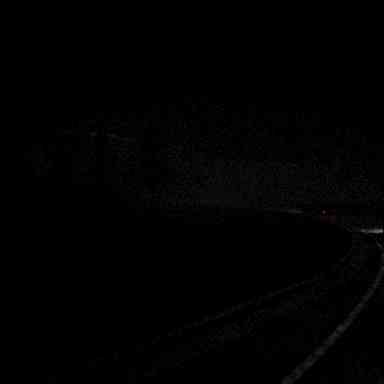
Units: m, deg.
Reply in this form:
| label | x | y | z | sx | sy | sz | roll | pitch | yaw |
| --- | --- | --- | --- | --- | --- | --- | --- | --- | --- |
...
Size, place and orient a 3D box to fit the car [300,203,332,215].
| label | x | y | z | sx | sy | sz | roll | pitch | yaw |
| --- | --- | --- | --- | --- | --- | --- | --- | --- | --- |
| car | 14.702 | 1.976 | 39.835 | 1.895 | 1.301 | 4.718 | 1 | 0 | -5 |

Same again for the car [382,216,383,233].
| label | x | y | z | sx | sy | sz | roll | pitch | yaw |
| --- | --- | --- | --- | --- | --- | --- | --- | --- | --- |
| car | 11.343 | 1.712 | 17.412 | 1.837 | 1.490 | 4.892 | 1 | 0 | 22 |
